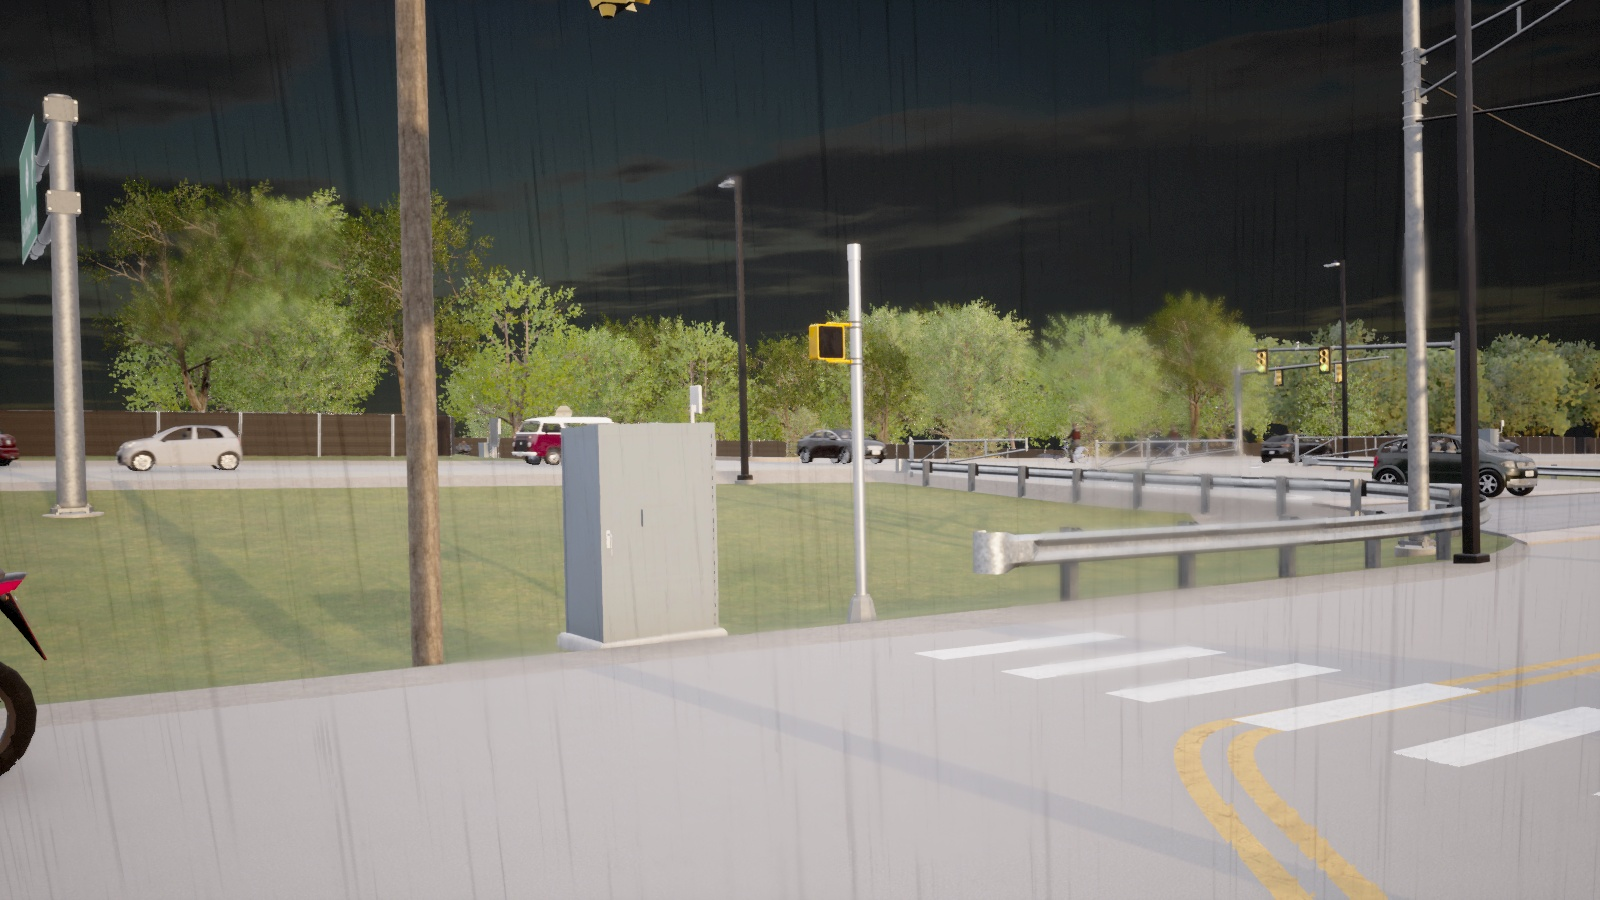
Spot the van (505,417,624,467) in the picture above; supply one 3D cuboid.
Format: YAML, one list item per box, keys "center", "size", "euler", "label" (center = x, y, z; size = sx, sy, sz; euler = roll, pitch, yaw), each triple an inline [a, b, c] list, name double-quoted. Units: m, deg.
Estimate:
- center: [-9.826, -0.338, 52.655]
  size: [4.480, 2.038, 2.069]
  euler: [-1, 1, -43]
  label: "van"

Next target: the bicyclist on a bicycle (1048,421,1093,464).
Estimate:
- center: [11.375, -0.311, 52.848]
  size: [0.659, 1.776, 1.843]
  euler: [0, 0, -35]
  label: "bicyclist on a bicycle"

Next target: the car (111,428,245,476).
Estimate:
- center: [-20.088, 0.053, 40.569]
  size: [3.633, 1.501, 1.845]
  euler: [-1, 0, -34]
  label: "car"

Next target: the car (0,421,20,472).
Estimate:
- center: [-30.376, -0.125, 44.213]
  size: [4.553, 1.767, 2.097]
  euler: [0, 0, -15]
  label: "car"

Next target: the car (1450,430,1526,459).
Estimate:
- center: [36.298, -0.303, 66.214]
  size: [3.806, 1.475, 1.970]
  euler: [0, 0, -34]
  label: "car"

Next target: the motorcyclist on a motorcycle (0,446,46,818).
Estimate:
- center: [-4.218, 0.750, 4.986]
  size: [2.044, 1.523, 0.797]
  euler: [0, 0, -35]
  label: "motorcyclist on a motorcycle"

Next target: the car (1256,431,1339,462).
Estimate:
- center: [24.829, -0.185, 62.648]
  size: [4.193, 1.474, 1.816]
  euler: [0, 0, -34]
  label: "car"

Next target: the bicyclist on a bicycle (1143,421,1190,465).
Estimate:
- center: [15.494, -0.313, 53.096]
  size: [0.659, 1.776, 1.843]
  euler: [0, 2, -36]
  label: "bicyclist on a bicycle"

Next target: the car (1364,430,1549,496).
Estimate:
- center: [16.435, 0.310, 31.579]
  size: [1.789, 1.549, 3.705]
  euler: [-1, 0, -34]
  label: "car"

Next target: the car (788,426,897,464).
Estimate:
- center: [1.741, -0.193, 53.118]
  size: [2.128, 1.511, 4.902]
  euler: [0, 0, -34]
  label: "car"
